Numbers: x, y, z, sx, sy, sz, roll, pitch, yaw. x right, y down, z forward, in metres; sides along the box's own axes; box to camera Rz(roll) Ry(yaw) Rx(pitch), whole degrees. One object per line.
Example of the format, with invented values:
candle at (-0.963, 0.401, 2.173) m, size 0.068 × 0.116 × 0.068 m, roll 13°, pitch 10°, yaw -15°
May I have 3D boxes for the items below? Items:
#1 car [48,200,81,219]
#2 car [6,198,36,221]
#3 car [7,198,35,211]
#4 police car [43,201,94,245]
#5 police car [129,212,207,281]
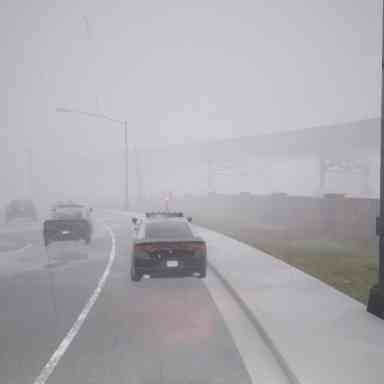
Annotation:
car at (-11.912, 1.542, 30.769) m, size 2.128 × 1.511 × 4.902 m, roll 0°, pitch 0°, yaw -30°
car at (-14.631, 1.432, 28.437) m, size 2.097 × 1.767 × 4.553 m, roll -1°, pitch 0°, yaw -29°
car at (-23.135, 1.615, 44.939) m, size 1.882 × 1.535 × 5.008 m, roll -1°, pitch 0°, yaw -44°
police car at (-5.826, 1.442, 16.058) m, size 1.930 × 1.638 × 5.238 m, roll 0°, pitch 0°, yaw -15°
police car at (-0.852, 1.422, 10.087) m, size 1.930 × 1.638 × 5.238 m, roll 0°, pitch 0°, yaw -9°
